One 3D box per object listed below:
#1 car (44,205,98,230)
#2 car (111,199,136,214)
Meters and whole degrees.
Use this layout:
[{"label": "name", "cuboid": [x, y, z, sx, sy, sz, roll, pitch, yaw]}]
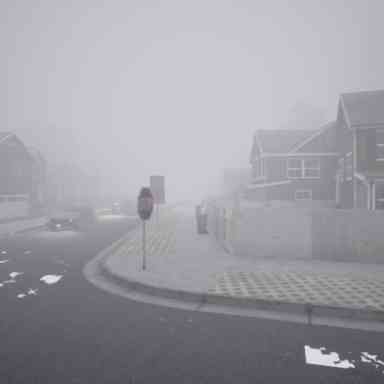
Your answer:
[{"label": "car", "cuboid": [-7.702, 1.563, 21.857, 2.033, 1.411, 5.357, -1, 0, 0]}, {"label": "car", "cuboid": [-7.394, 1.489, 36.241, 2.128, 1.511, 4.902, -1, 0, 3]}]
